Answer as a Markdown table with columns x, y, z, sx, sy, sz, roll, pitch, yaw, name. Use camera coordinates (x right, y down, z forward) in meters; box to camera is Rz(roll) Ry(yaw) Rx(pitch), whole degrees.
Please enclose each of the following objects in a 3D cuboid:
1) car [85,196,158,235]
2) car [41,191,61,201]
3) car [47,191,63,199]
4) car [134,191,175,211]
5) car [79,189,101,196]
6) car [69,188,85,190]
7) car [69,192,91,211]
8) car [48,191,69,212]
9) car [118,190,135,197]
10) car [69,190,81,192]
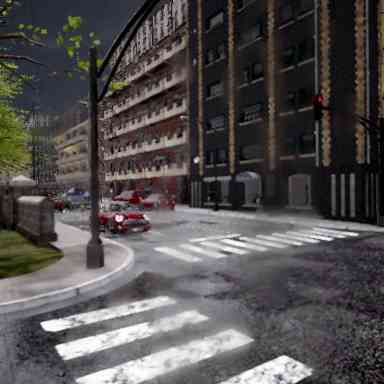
| x | y | z | sx | sy | sz | roll | pitch | yaw | name |
| --- | --- | --- | --- | --- | --- | --- | --- | --- | --- |
| -3.755 | 1.207 | 17.160 | 1.967 | 1.590 | 4.097 | 0 | 1 | -35 | car |
| -22.708 | 0.584 | 53.571 | 1.882 | 1.535 | 5.008 | -1 | 1 | -35 | car |
| -25.852 | 0.466 | 62.651 | 1.752 | 1.417 | 4.829 | 0 | 1 | -35 | car |
| -3.333 | 0.949 | 31.016 | 1.967 | 1.590 | 4.097 | 0 | 1 | -35 | car |
| -14.438 | 0.719 | 47.377 | 1.837 | 1.490 | 4.892 | -1 | 1 | -35 | car |
| -18.548 | 0.333 | 53.078 | 2.150 | 2.045 | 5.566 | -1 | 1 | -35 | car |
| -11.283 | 1.042 | 32.181 | 2.033 | 1.411 | 5.357 | -1 | 1 | -35 | car |
| -13.361 | 0.840 | 30.657 | 2.192 | 1.841 | 5.009 | 0 | 1 | -35 | car |
| -6.534 | 0.743 | 35.514 | 2.192 | 1.841 | 5.009 | 0 | 1 | -35 | car |
| -17.270 | 0.768 | 46.017 | 1.812 | 1.442 | 4.674 | -1 | 1 | -35 | car |
